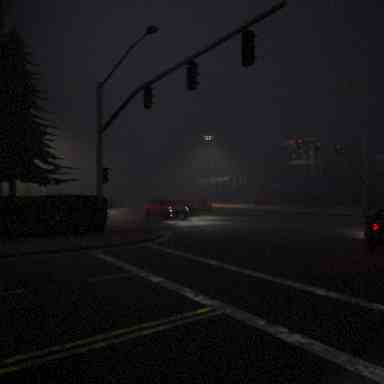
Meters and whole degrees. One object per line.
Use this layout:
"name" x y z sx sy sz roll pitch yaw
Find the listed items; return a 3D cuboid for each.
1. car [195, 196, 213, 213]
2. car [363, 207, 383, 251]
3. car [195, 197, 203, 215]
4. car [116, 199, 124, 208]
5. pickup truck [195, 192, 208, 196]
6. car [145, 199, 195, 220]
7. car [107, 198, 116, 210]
"car" 0.227 1.502 37.278 1.882 1.535 5.008 0 0 -36
"car" 8.377 1.369 13.810 2.097 1.767 4.553 0 0 26
"car" -1.412 1.498 33.232 1.882 1.535 5.008 0 0 -36
"car" -11.523 1.566 47.126 2.033 1.411 5.357 0 0 -36
"pickup truck" 1.936 1.102 62.979 2.390 2.098 6.274 0 0 -6
"car" -2.163 1.369 28.316 2.097 1.767 4.553 0 0 -36
"car" -11.542 1.579 41.201 1.994 1.385 4.181 0 0 -36
